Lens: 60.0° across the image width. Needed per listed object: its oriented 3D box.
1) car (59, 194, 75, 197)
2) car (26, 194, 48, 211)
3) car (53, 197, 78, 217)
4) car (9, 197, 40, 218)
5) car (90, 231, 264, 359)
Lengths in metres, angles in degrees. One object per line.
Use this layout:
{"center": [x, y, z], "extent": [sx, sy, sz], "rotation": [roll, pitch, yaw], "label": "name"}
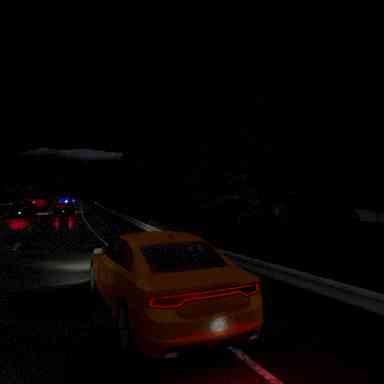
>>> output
{"center": [-15.530, 1.221, 41.390], "extent": [2.150, 2.045, 5.566], "rotation": [0, 0, -19], "label": "car"}
{"center": [-18.691, 1.221, 39.986], "extent": [2.150, 2.045, 5.566], "rotation": [0, 0, -19], "label": "car"}
{"center": [-12.074, 1.492, 31.505], "extent": [2.128, 1.511, 4.902], "rotation": [0, 0, -19], "label": "car"}
{"center": [-15.245, 1.505, 30.105], "extent": [1.837, 1.490, 4.892], "rotation": [0, 0, -20], "label": "car"}
{"center": [-0.709, 1.478, 6.309], "extent": [1.882, 1.535, 5.008], "rotation": [0, 0, -25], "label": "car"}
